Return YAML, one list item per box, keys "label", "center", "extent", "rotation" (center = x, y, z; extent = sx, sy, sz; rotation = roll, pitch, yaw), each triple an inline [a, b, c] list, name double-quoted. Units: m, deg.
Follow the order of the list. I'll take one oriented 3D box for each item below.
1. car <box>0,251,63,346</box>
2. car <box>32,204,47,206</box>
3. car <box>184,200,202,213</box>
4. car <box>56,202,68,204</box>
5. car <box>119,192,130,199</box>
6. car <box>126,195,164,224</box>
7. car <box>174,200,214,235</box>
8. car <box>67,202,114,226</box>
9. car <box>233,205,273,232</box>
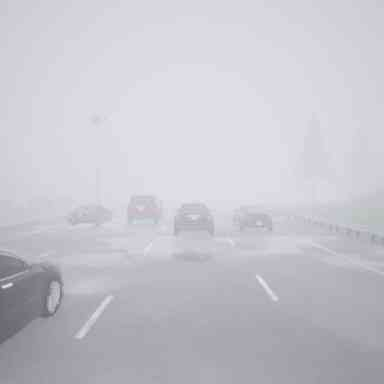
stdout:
- label: "car"
  center: [-3.402, 1.504, 4.538]
  extent: [1.837, 1.490, 4.892]
  rotation: [0, 0, 0]
- label: "car"
  center: [-21.073, 1.478, 45.969]
  extent: [2.128, 1.511, 4.902]
  rotation: [0, 0, 0]
- label: "car"
  center: [0.103, 1.589, 37.816]
  extent: [1.895, 1.301, 4.718]
  rotation: [0, 0, 0]
- label: "car"
  center: [-17.575, 1.477, 46.032]
  extent: [2.128, 1.511, 4.902]
  rotation: [0, 0, 0]
- label: "car"
  center: [-17.492, 0.945, 86.440]
  extent: [2.097, 1.767, 4.553]
  rotation: [0, 0, 0]
- label: "car"
  center: [-3.398, 1.214, 24.852]
  extent: [2.150, 2.045, 5.566]
  rotation: [0, 0, 0]
- label: "car"
  center: [0.102, 1.346, 18.891]
  extent: [2.097, 1.767, 4.553]
  rotation: [0, 0, 0]
- label: "car"
  center: [-6.898, 1.541, 23.079]
  extent: [2.033, 1.411, 5.357]
  rotation: [0, 0, 0]
- label: "car"
  center: [3.602, 1.520, 20.161]
  extent: [1.812, 1.442, 4.674]
  rotation: [0, 0, 0]
